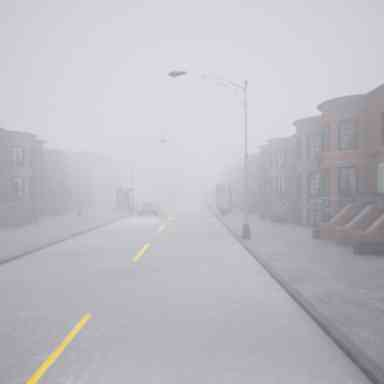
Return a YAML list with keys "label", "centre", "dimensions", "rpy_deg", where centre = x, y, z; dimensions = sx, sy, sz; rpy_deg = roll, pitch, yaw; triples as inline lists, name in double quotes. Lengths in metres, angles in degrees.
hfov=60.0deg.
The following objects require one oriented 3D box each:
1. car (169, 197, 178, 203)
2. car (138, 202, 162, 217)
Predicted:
- label: "car"
  centre: [-4.018, 1.747, 73.530]
  dimensions: [1.882, 1.535, 5.008]
  rpy_deg: [0, 0, 0]
- label: "car"
  centre: [-4.097, 1.648, 32.538]
  dimensions: [1.895, 1.301, 4.718]
  rpy_deg: [0, 0, 0]
